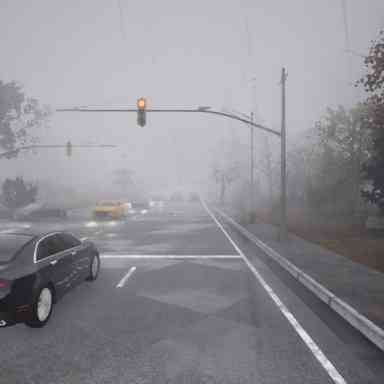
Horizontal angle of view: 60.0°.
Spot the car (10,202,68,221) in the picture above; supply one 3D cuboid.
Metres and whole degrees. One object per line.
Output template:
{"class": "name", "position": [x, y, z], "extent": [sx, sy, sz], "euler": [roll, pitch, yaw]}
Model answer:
{"class": "car", "position": [-11.768, 1.525, 25.933], "extent": [1.812, 1.442, 4.674], "euler": [0, 0, 21]}

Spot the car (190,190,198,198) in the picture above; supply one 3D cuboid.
{"class": "car", "position": [0.462, 0.455, 74.247], "extent": [1.882, 1.535, 5.008], "euler": [0, 3, 0]}

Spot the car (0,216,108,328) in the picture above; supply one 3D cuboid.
{"class": "car", "position": [-3.374, 1.505, 6.997], "extent": [1.837, 1.490, 4.892], "euler": [0, 0, 0]}

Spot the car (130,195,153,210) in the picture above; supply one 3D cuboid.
{"class": "car", "position": [-6.844, 1.477, 44.096], "extent": [1.882, 1.535, 5.008], "euler": [0, 0, 0]}

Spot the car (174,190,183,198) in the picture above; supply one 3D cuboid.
{"class": "car", "position": [-3.032, 0.445, 74.460], "extent": [1.882, 1.535, 5.008], "euler": [0, 3, 0]}

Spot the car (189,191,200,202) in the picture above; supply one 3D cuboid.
{"class": "car", "position": [0.492, 1.004, 63.880], "extent": [2.128, 1.511, 4.902], "euler": [0, 3, 0]}

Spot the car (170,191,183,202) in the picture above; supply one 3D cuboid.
{"class": "car", "position": [-3.007, 0.839, 64.409], "extent": [2.097, 1.767, 4.553], "euler": [0, 3, 0]}

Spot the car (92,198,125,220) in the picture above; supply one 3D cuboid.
{"class": "car", "position": [-6.955, 1.478, 28.123], "extent": [1.882, 1.535, 5.008], "euler": [0, 0, 0]}

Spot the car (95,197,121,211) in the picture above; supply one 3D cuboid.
{"class": "car", "position": [-10.363, 1.477, 41.259], "extent": [1.882, 1.535, 5.008], "euler": [0, 0, 0]}

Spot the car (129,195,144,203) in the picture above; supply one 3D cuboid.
{"class": "car", "position": [-10.190, 1.249, 61.304], "extent": [1.895, 1.301, 4.718], "euler": [0, 3, 1]}

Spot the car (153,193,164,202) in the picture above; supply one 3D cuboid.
{"class": "car", "position": [-6.647, 1.027, 64.149], "extent": [1.812, 1.442, 4.674], "euler": [0, 3, 1]}
